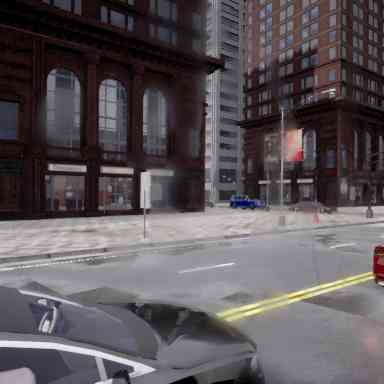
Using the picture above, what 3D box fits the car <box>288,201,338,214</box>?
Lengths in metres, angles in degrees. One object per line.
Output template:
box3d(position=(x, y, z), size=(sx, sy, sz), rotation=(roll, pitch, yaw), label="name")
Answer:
box3d(position=(13.401, 1.725, 37.129), size=(2.033, 1.411, 5.357), rotation=(1, -1, -35), label="car")

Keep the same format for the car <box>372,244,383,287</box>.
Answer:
box3d(position=(6.270, 1.489, 7.905), size=(5.008, 1.535, 1.882), rotation=(0, 0, -35), label="car")

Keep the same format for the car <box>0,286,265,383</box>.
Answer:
box3d(position=(-1.559, 1.492, 2.334), size=(4.902, 1.511, 2.128), rotation=(0, 0, -35), label="car")

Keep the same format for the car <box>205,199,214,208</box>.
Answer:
box3d(position=(1.705, 1.834, 53.600), size=(1.994, 1.385, 4.181), rotation=(1, -1, -35), label="car")

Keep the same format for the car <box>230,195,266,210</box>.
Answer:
box3d(position=(7.523, 1.445, 45.407), size=(2.150, 2.045, 5.566), rotation=(1, -1, -35), label="car")
